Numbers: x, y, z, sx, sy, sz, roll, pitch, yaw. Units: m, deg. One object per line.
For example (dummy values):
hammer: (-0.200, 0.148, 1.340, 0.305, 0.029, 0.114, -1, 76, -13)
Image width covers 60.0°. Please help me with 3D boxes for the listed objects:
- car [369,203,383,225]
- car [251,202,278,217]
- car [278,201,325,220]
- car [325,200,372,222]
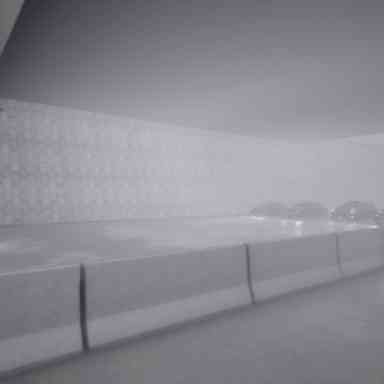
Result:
car: (15.201, 1.670, 24.410, 4.674, 1.442, 1.812, 1, 0, -37)
car: (7.553, 1.638, 31.805, 4.181, 1.385, 1.994, 1, 0, -37)
car: (10.134, 1.602, 29.370, 4.892, 1.490, 1.837, 1, 0, -37)
car: (13.473, 1.481, 27.507, 4.553, 1.767, 2.097, 1, 0, -37)
